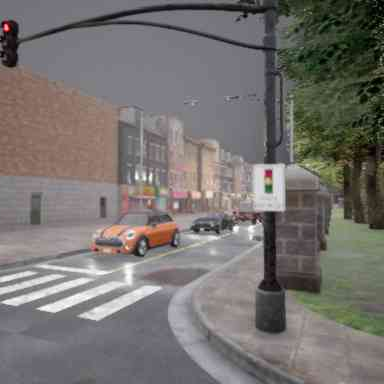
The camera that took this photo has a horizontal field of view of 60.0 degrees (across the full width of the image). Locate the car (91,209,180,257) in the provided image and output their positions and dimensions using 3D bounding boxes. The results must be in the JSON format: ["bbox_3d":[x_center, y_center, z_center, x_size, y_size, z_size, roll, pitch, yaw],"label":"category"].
[{"bbox_3d":[-2.288,1.653,14.460,2.097,1.767,4.553,0,-2,23],"label":"car"}]

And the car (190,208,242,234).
[{"bbox_3d":[1.675,2.098,23.794,2.033,1.411,5.357,0,-2,23],"label":"car"}]

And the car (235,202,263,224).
[{"bbox_3d":[5.659,2.017,33.166,2.150,2.045,5.566,0,-2,23],"label":"car"}]
